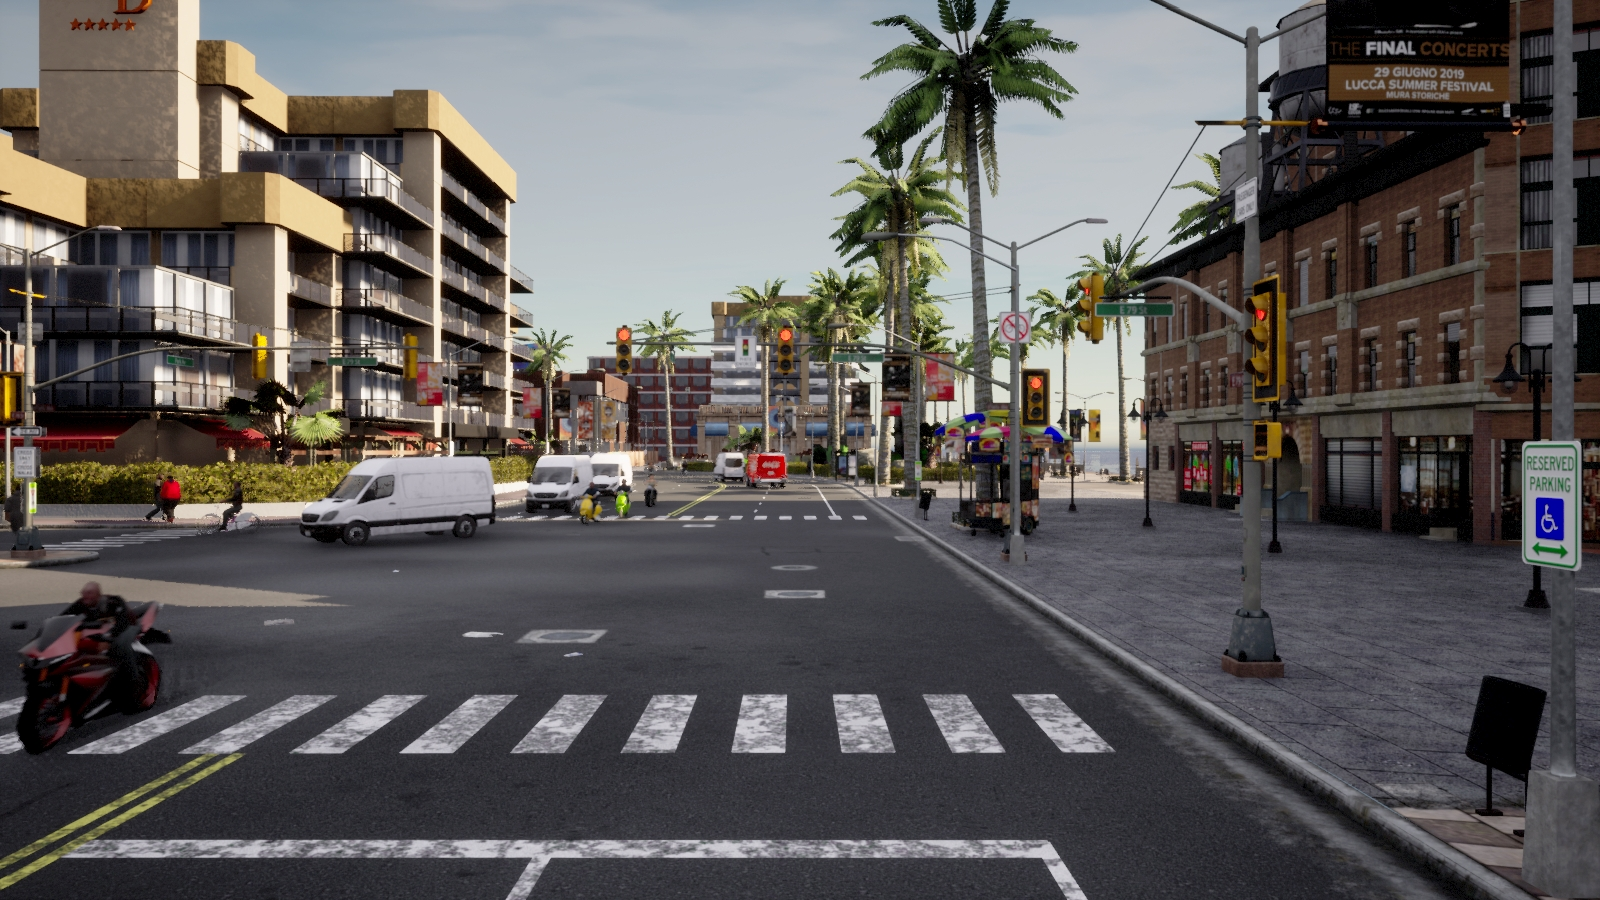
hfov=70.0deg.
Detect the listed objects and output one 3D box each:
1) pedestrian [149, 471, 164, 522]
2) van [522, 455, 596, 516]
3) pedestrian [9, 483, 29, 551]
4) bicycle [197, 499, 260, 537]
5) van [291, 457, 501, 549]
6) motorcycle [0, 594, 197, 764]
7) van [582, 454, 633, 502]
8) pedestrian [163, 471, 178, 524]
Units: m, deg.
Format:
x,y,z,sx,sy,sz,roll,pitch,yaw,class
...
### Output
x,y,z,sx,sy,sz,roll,pitch,yaw,class
-23.605,1.696,41.917,0.375,1.860,0.375,0,0,-16,pedestrian
-10.827,1.534,51.818,1.988,2.561,5.915,0,0,1,van
-21.554,1.848,31.534,0.375,1.860,0.375,0,0,-19,pedestrian
-18.718,2.210,37.434,1.835,1.171,0.329,0,0,-30,bicycle
-12.408,1.531,35.474,1.988,2.561,5.915,0,0,40,van
-7.041,2.205,11.417,0.867,1.251,2.209,0,0,0,motorcycle
-10.850,1.534,64.808,1.988,2.561,5.915,0,0,0,van
-22.572,1.696,40.981,0.375,1.860,0.375,0,0,42,pedestrian
